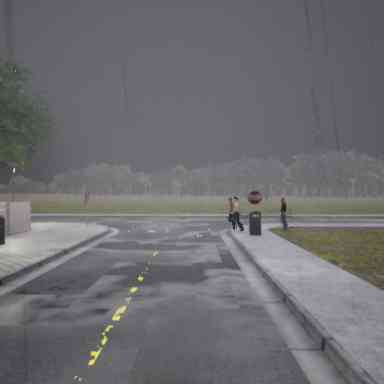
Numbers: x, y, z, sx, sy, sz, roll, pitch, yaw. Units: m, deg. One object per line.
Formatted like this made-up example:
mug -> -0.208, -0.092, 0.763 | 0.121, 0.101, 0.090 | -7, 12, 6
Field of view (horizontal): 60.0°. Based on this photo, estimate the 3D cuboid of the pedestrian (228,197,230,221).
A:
pedestrian -> 2.217, 1.137, 18.521 | 0.375, 1.860, 0.375 | 0, 0, 0

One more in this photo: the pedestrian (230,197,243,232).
pedestrian -> 2.322, 1.137, 17.320 | 0.375, 1.860, 0.375 | 0, 0, 0

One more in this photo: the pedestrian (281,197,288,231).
pedestrian -> 4.949, 1.161, 17.906 | 0.375, 1.860, 0.375 | 0, 0, 0
